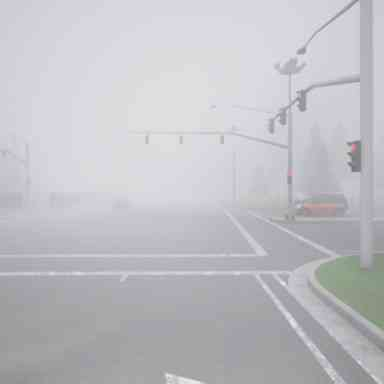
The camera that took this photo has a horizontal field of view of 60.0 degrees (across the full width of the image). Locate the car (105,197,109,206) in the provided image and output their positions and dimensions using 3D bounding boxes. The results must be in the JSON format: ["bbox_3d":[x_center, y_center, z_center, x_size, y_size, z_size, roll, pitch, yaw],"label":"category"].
[{"bbox_3d":[-12.426,1.445,52.383,1.812,1.442,4.674,0,0,0],"label":"car"}]

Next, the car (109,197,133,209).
[{"bbox_3d":[-8.895,1.481,43.277,2.033,1.411,5.357,0,0,-1],"label":"car"}]

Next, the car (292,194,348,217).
[{"bbox_3d":[10.993,1.306,29.448,4.553,1.767,2.097,0,0,-1],"label":"car"}]

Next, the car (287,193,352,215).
[{"bbox_3d":[12.518,1.172,32.969,5.566,2.045,2.150,0,0,-1],"label":"car"}]
